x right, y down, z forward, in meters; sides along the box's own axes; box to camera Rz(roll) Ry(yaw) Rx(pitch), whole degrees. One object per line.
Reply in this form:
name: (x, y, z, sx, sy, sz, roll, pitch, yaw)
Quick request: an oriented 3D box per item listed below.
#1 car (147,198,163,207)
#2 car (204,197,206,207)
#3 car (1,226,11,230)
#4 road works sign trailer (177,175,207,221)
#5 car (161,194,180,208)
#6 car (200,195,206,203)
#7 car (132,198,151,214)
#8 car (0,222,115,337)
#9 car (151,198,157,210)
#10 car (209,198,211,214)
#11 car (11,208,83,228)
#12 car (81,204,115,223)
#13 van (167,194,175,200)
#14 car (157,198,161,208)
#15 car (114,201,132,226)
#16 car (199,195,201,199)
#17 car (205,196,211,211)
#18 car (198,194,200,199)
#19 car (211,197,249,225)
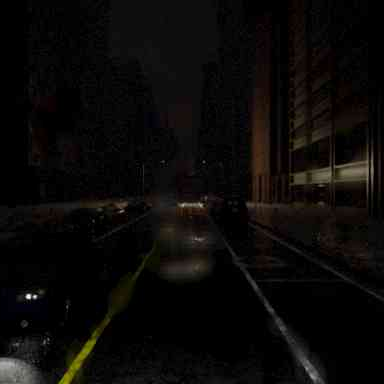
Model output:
car: (-5.772, 1.573, 52.034, 1.947, 1.339, 4.313, 0, 0, 0)
car: (2.755, 1.546, 40.685, 1.887, 1.381, 4.507, 0, 0, 0)
car: (-5.764, 1.440, 6.614, 1.967, 1.590, 4.097, 0, 0, 0)
road works sign trailer: (-0.004, 0.463, 26.858, 2.380, 3.560, 2.880, 0, 0, 0)
car: (-3.090, 1.483, 49.072, 1.882, 1.535, 5.008, 0, 0, 0)
car: (2.753, 1.447, 52.039, 1.967, 1.590, 4.097, 0, 0, 0)
car: (-5.769, 1.544, 35.001, 1.887, 1.381, 4.507, 0, 0, 0)
car: (-3.101, 1.563, 6.716, 1.994, 1.385, 4.181, 0, 0, 0)
car: (-5.770, 1.526, 40.509, 1.752, 1.417, 4.829, 0, 0, 0)
car: (2.757, 1.524, 29.499, 1.752, 1.417, 4.829, 0, 0, 0)
car: (-5.765, 1.524, 12.122, 1.752, 1.417, 4.829, 0, 0, 0)
car: (-5.766, 1.564, 17.969, 1.947, 1.339, 4.313, 0, 0, 0)
van: (-5.779, 1.376, 91.776, 1.690, 1.788, 3.998, 0, 0, 0)
car: (-5.771, 1.548, 46.356, 1.887, 1.381, 4.507, 0, 0, 0)
car: (-5.767, 1.523, 23.476, 1.752, 1.417, 4.829, 0, 0, 0)
car: (2.752, 1.576, 57.718, 1.947, 1.339, 4.313, 0, 0, 0)
car: (2.756, 1.439, 35.007, 1.967, 1.590, 4.097, 0, 0, 0)
car: (2.750, 1.458, 69.072, 1.967, 1.590, 4.097, 0, 0, 0)
car: (2.758, 1.313, 23.651, 2.192, 1.841, 5.009, 0, 0, 0)
